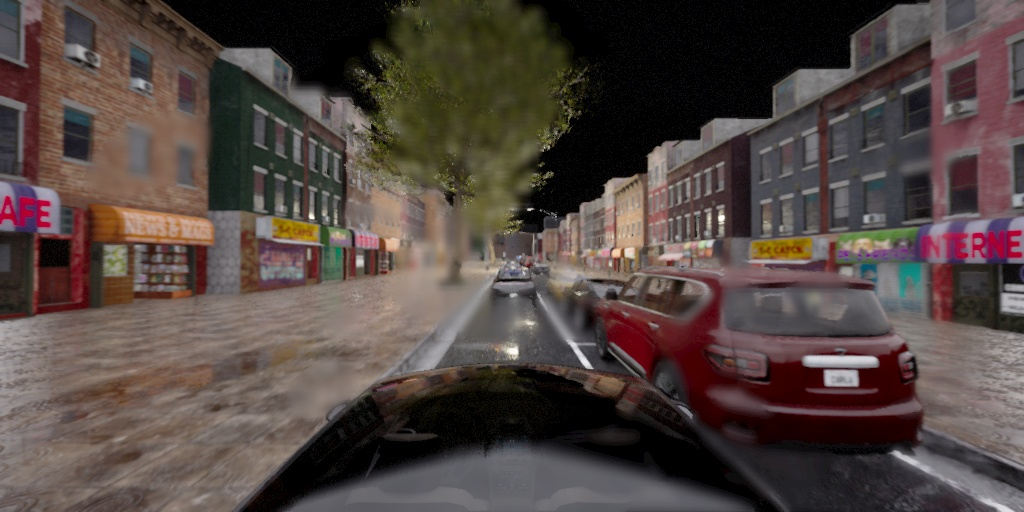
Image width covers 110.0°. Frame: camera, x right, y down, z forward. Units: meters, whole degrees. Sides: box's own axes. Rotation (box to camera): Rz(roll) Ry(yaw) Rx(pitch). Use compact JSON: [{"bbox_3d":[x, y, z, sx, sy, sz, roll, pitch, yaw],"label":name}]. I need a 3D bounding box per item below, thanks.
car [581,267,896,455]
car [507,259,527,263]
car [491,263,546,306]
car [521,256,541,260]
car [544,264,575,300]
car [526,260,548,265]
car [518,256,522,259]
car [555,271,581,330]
[{"bbox_3d":[2.637,1.064,5.272,2.192,1.841,5.009,0,0,0],"label":"car"},{"bbox_3d":[0.095,1.272,34.898,2.033,1.411,5.357,0,0,0],"label":"car"},{"bbox_3d":[0.098,1.238,15.604,2.128,1.511,4.902,0,0,0],"label":"car"},{"bbox_3d":[2.634,1.022,44.063,2.192,1.841,5.009,0,0,0],"label":"car"},{"bbox_3d":[2.636,1.272,16.525,1.751,1.417,4.829,0,0,0],"label":"car"},{"bbox_3d":[2.635,1.279,32.980,2.007,1.370,4.403,0,0,0],"label":"car"},{"bbox_3d":[2.632,0.989,60.685,2.192,1.841,5.009,0,0,0],"label":"car"},{"bbox_3d":[2.637,1.314,10.813,1.948,1.339,4.313,0,0,0],"label":"car"}]
